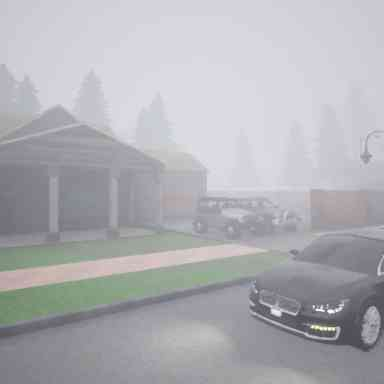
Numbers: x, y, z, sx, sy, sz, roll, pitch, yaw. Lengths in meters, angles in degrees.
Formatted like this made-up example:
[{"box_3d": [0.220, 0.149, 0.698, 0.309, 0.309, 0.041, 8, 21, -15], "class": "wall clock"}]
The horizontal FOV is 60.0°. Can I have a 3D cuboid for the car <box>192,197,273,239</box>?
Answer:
[{"box_3d": [1.664, 1.175, 16.079, 1.905, 1.878, 3.866, 0, 0, -36], "class": "car"}]

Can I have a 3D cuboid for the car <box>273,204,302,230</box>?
[{"box_3d": [3.474, 1.173, 17.866, 1.932, 1.855, 4.605, 0, 0, -36], "class": "car"}]

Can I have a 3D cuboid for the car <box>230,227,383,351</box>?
[{"box_3d": [3.205, 1.504, 6.287, 4.892, 1.490, 1.837, 0, 0, -36], "class": "car"}]
